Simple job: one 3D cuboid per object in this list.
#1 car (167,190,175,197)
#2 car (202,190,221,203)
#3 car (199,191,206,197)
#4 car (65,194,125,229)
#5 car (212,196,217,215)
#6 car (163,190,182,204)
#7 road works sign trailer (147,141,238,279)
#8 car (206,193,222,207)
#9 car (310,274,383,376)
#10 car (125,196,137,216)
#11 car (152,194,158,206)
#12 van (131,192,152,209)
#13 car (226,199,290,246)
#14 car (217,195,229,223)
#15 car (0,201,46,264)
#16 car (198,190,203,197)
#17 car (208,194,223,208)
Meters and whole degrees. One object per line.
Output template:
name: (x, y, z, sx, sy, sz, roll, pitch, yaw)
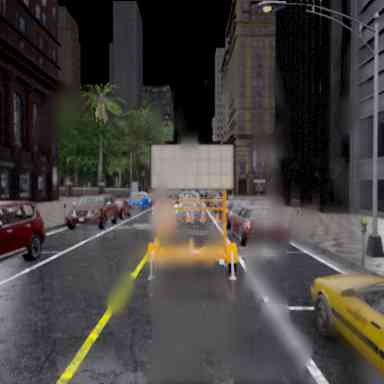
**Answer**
car: (-5.654, 0.377, 89.591, 1.967, 1.590, 4.097, 0, 1, 0)
car: (2.810, 0.830, 41.434, 2.192, 1.841, 5.009, 0, 1, 0)
car: (2.872, 0.460, 89.732, 1.752, 1.417, 4.829, 0, 1, 0)
car: (-5.742, 1.080, 19.758, 2.192, 1.841, 5.009, 0, 1, 0)
car: (2.790, 1.247, 25.163, 1.887, 1.381, 4.507, 0, 1, 0)
car: (-2.983, 0.657, 48.356, 2.150, 2.045, 5.566, 0, 0, 1)
road works sign trailer: (0.012, 0.348, 9.579, 2.380, 3.560, 2.880, 0, 1, 0)
car: (2.805, 1.101, 36.182, 1.752, 1.417, 4.829, 0, 1, 0)
car: (2.765, 1.480, 3.634, 1.752, 1.417, 4.829, 0, 1, 0)
car: (-5.734, 1.247, 25.186, 1.887, 1.381, 4.507, 0, 1, 0)
car: (-5.714, 0.955, 41.462, 1.967, 1.590, 4.097, 0, 1, 0)
van: (-5.721, 0.919, 36.035, 1.690, 1.788, 3.998, 0, 1, 0)
car: (2.777, 1.268, 14.312, 1.967, 1.590, 4.097, 0, 1, 0)
car: (2.784, 1.205, 19.737, 1.967, 1.590, 4.097, 0, 1, 0)
car: (-5.755, 1.207, 8.907, 2.192, 1.841, 5.009, 0, 1, 0)
car: (2.858, 0.635, 78.722, 1.947, 1.339, 4.313, 0, 1, 0)
car: (2.798, 1.191, 30.587, 2.008, 1.369, 4.403, 0, 1, 0)
